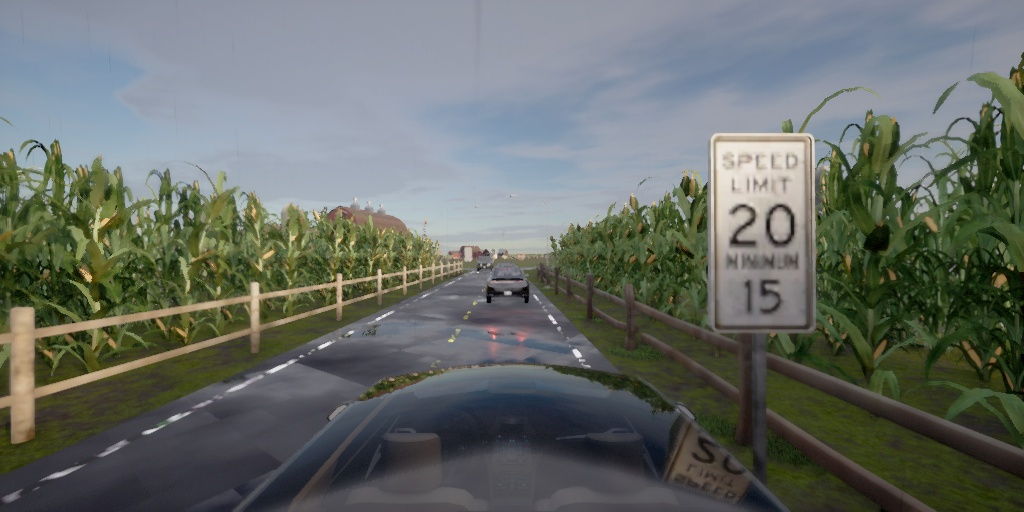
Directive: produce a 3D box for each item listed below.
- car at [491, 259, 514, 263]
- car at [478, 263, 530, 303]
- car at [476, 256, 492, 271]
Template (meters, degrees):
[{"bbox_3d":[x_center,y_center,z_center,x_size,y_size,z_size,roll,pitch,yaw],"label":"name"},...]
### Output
[{"bbox_3d":[-0.491,1.251,31.538,2.128,1.511,4.902,0,0,-1],"label":"car"},{"bbox_3d":[-0.207,1.247,16.540,2.128,1.511,4.902,0,0,-1],"label":"car"},{"bbox_3d":[-3.564,1.087,48.596,2.150,2.045,5.566,0,0,-1],"label":"car"}]
